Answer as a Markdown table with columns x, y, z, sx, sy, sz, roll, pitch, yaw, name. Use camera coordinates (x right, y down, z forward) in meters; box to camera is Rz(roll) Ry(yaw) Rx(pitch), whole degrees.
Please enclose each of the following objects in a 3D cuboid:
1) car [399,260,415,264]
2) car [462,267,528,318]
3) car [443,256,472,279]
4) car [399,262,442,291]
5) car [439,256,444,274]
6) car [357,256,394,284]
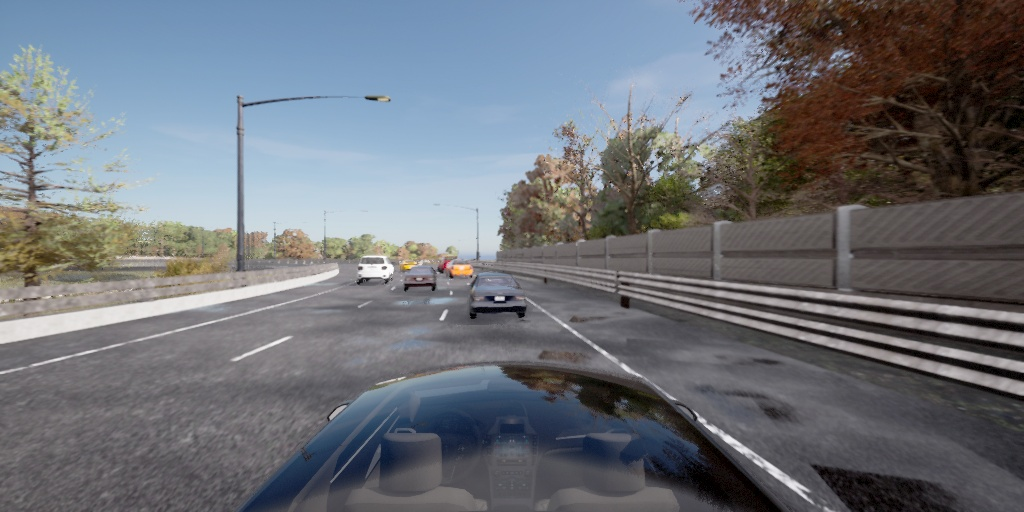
| x | y | z | sx | sy | sz | roll | pitch | yaw | name |
| --- | --- | --- | --- | --- | --- | --- | --- | --- | --- |
| -13.615 | 1.277 | 46.947 | 1.882 | 1.535 | 5.008 | 0 | 0 | -24 | car |
| -0.653 | 1.299 | 13.048 | 2.033 | 1.411 | 5.357 | 0 | 0 | -7 | car |
| -4.974 | 1.119 | 33.637 | 2.097 | 1.767 | 4.553 | 0 | 0 | -15 | car |
| -5.595 | 1.318 | 22.254 | 2.033 | 1.411 | 5.357 | 0 | 0 | -11 | car |
| -7.369 | 0.998 | 42.329 | 2.150 | 2.045 | 5.566 | 0 | 0 | -15 | car |
| -10.364 | 1.009 | 27.492 | 2.150 | 2.045 | 5.566 | 0 | 0 | -14 | car |
